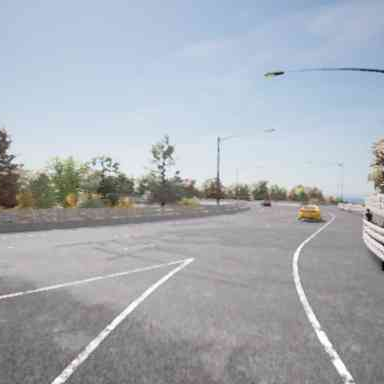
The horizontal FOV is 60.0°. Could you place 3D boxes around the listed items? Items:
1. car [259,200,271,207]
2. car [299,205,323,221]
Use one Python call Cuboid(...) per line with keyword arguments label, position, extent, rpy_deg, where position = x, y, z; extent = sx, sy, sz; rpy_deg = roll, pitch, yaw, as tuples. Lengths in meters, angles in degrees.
Cuboid(label="car", position=(17.445, 2.692, 79.468), extent=(2.097, 1.767, 4.553), rpy_deg=(1, -1, 1))
Cuboid(label="car", position=(12.240, 2.125, 34.192), extent=(1.882, 1.535, 5.008), rpy_deg=(1, -1, 26))
